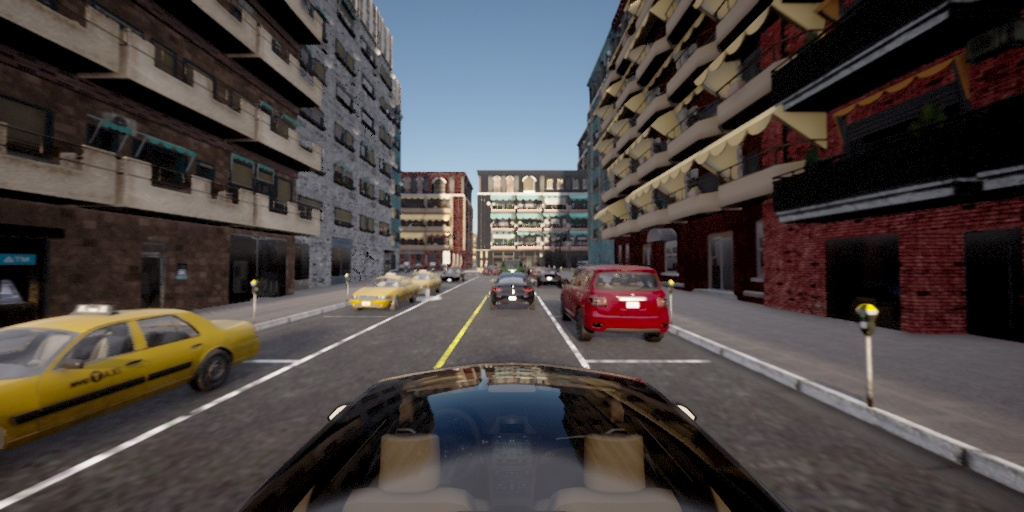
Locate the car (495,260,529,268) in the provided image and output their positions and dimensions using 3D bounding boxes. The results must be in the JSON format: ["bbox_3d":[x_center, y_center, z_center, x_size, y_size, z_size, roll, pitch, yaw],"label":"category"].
[{"bbox_3d":[0.036,1.306,29.432,2.150,2.045,5.566,0,0,0],"label":"car"}]

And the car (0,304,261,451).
[{"bbox_3d":[-5.318,1.307,4.285,1.751,1.417,4.829,0,0,0],"label":"car"}]

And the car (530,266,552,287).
[{"bbox_3d":[2.588,1.613,26.727,1.948,1.339,4.313,0,0,0],"label":"car"}]

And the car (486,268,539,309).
[{"bbox_3d":[0.036,1.439,15.751,1.812,1.442,4.674,0,0,0],"label":"car"}]

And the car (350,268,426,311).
[{"bbox_3d":[-5.292,1.437,15.412,1.751,1.417,4.829,0,0,0],"label":"car"}]

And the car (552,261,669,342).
[{"bbox_3d":[2.574,1.160,10.039,2.192,1.841,5.009,0,0,0],"label":"car"}]

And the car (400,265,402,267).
[{"bbox_3d":[-19.608,1.925,54.821,4.097,1.591,1.967,0,0,0],"label":"car"}]

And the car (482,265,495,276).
[{"bbox_3d":[-2.729,1.869,46.674,1.994,1.385,4.181,0,-1,1],"label":"car"}]

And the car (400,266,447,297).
[{"bbox_3d":[-5.278,1.504,20.975,1.751,1.417,4.829,0,0,0],"label":"car"}]

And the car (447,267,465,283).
[{"bbox_3d":[-5.255,1.684,32.273,1.948,1.339,4.313,0,0,0],"label":"car"}]
